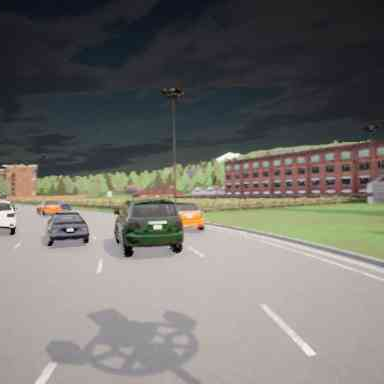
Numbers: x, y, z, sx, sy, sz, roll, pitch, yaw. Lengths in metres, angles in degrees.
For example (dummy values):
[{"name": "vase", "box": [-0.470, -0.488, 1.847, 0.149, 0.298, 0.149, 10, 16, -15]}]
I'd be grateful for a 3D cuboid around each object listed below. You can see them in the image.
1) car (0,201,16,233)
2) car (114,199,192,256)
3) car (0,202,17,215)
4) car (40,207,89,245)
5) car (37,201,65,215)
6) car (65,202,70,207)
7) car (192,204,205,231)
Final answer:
[{"name": "car", "box": [-12.728, 1.583, 21.423, 2.150, 2.045, 5.566, 0, -1, -32]}, {"name": "car", "box": [-1.959, 1.308, 13.879, 2.150, 2.045, 5.566, -1, 0, -17]}, {"name": "car", "box": [-25.756, 2.216, 46.245, 1.882, 1.535, 5.008, -1, 0, -35]}, {"name": "car", "box": [-6.414, 1.747, 16.890, 2.033, 1.411, 5.357, -1, 0, -25]}, {"name": "car", "box": [-17.373, 1.876, 40.360, 2.097, 1.767, 4.553, -1, 0, -35]}, {"name": "car", "box": [-19.410, 2.123, 49.387, 1.812, 1.442, 4.674, -1, 0, -35]}, {"name": "car", "box": [-0.987, 1.434, 20.747, 2.097, 1.767, 4.553, -2, 0, -23]}]
